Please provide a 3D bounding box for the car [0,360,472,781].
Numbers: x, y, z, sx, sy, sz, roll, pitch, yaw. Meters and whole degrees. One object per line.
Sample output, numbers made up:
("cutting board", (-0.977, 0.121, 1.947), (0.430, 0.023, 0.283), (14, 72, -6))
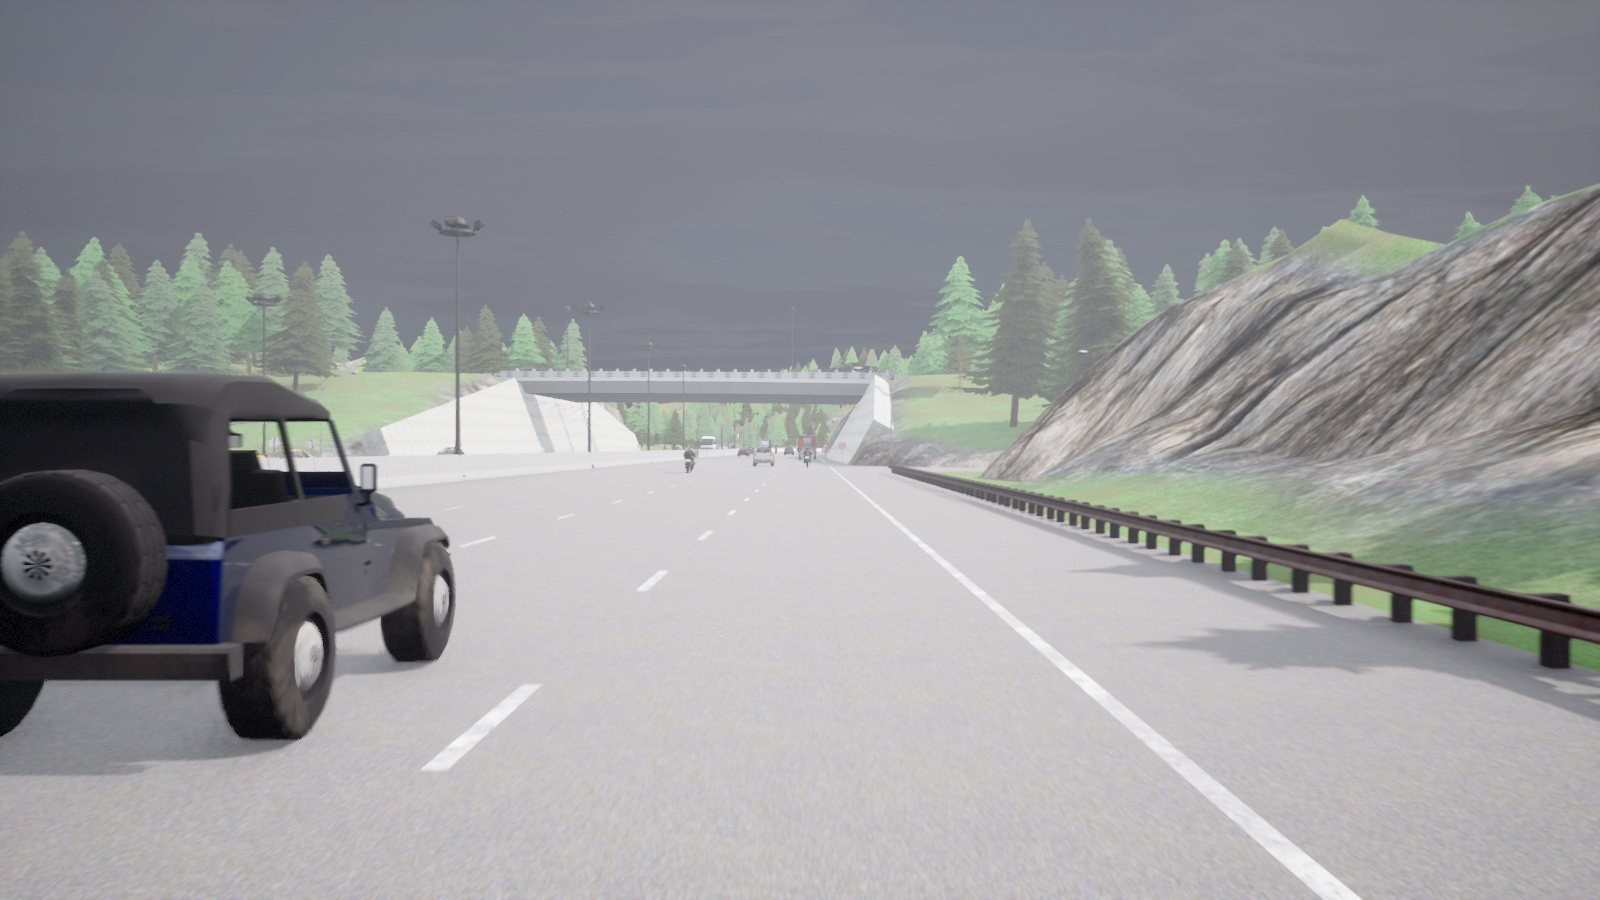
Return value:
("car", (-3.441, 0.527, 7.547), (1.905, 1.878, 3.866), (0, 0, 0))
